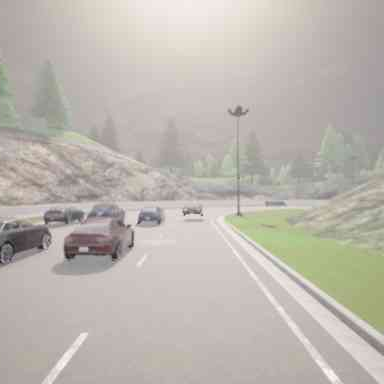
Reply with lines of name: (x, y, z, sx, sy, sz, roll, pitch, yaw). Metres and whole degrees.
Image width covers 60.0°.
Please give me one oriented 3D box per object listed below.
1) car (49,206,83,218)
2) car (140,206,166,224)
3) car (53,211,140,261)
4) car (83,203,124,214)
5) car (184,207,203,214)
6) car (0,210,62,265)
car: (-10.361, 1.852, 27.302, 2.128, 1.511, 4.902, 0, -1, 2)
car: (-3.341, 1.894, 27.956, 1.812, 1.442, 4.674, 0, 0, 2)
car: (-3.450, 1.697, 12.978, 1.812, 1.442, 4.674, 0, -1, 1)
car: (-6.863, 1.711, 27.233, 2.097, 1.767, 4.553, 0, -1, 2)
car: (0.172, 1.673, 32.223, 1.895, 1.301, 4.718, 0, -1, 4)
car: (-6.957, 1.656, 12.315, 2.128, 1.511, 4.902, 0, -1, 1)
